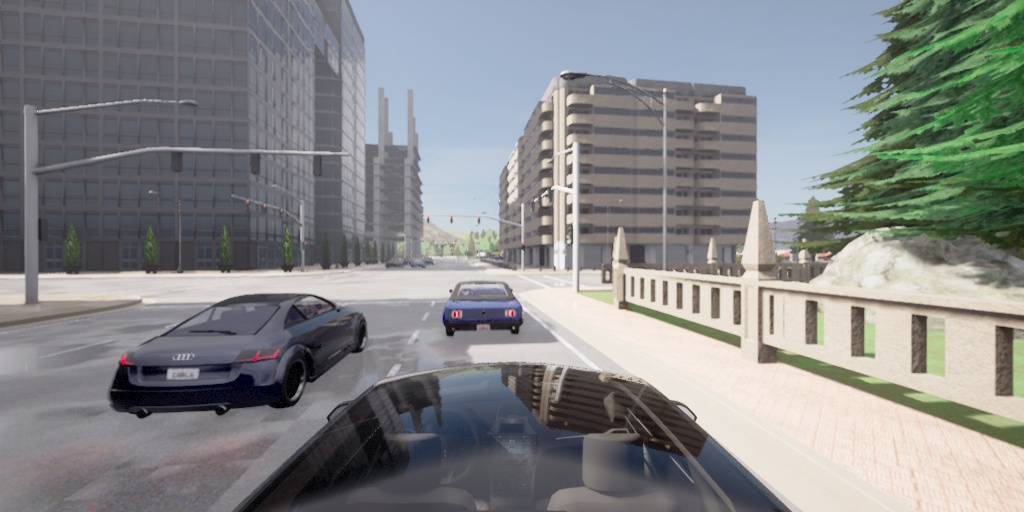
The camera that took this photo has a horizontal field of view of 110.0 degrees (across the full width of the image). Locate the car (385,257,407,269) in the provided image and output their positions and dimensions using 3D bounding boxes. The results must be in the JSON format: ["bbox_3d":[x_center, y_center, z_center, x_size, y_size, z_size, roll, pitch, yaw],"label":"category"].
[{"bbox_3d":[-17.825,0.984,54.473,2.097,1.767,4.553,0,0,-8],"label":"car"}]

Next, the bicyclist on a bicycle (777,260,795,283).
[{"bbox_3d":[16.383,1.057,21.749,0.582,1.620,1.656,0,0,-8],"label":"bicyclist on a bicycle"}]

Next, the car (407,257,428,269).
[{"bbox_3d":[-14.349,1.156,54.874,1.812,1.442,4.674,0,0,-8],"label":"car"}]

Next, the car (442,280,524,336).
[{"bbox_3d":[-0.874,1.331,10.323,1.895,1.301,4.718,0,0,-6],"label":"car"}]

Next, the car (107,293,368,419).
[{"bbox_3d":[-3.944,1.305,6.077,1.994,1.385,4.181,0,0,-6],"label":"car"}]
